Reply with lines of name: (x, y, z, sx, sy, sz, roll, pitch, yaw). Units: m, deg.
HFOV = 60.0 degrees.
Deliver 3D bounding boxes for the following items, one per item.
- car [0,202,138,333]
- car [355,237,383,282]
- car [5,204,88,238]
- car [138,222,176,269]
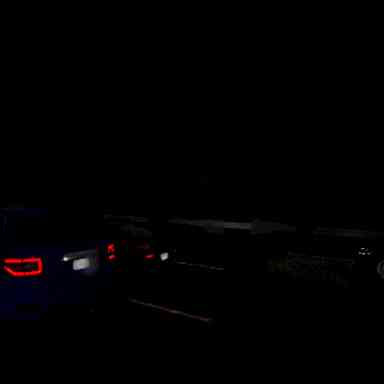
car: (-3.925, 1.226, 6.788, 5.566, 2.045, 2.150, 0, 0, 35)
car: (6.631, 1.476, 7.861, 5.008, 1.535, 1.882, 0, 0, 35)
car: (-8.145, 1.488, 18.391, 5.008, 1.535, 1.882, 0, 0, 35)
car: (-2.605, 1.530, 10.146, 4.674, 1.442, 1.812, 0, 0, 35)
